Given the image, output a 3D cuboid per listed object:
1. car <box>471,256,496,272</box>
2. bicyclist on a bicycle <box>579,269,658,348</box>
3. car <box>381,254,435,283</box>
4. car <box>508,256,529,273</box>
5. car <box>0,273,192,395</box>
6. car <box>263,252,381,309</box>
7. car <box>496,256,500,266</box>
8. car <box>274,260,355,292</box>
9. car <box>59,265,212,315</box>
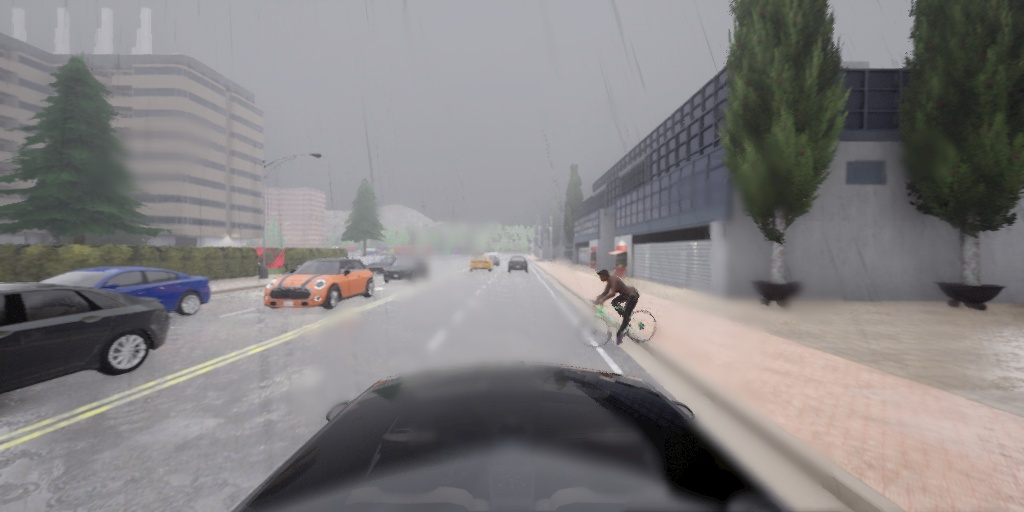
[{"bbox_3d":[-2.907,0.729,35.495,1.882,1.535,5.008,1,1,1],"label":"car"},{"bbox_3d":[2.142,1.066,7.435,1.656,1.620,0.582,-8,1,1],"label":"bicyclist on a bicycle"},{"bbox_3d":[-6.774,0.859,23.550,1.882,1.535,5.008,1,1,1],"label":"car"},{"bbox_3d":[0.587,0.769,34.946,1.882,1.535,5.008,1,1,1],"label":"car"},{"bbox_3d":[-7.077,1.152,4.378,1.837,1.490,4.892,1,1,1],"label":"car"},{"bbox_3d":[-6.937,0.873,13.429,2.097,1.767,4.553,1,1,1],"label":"car"},{"bbox_3d":[-2.706,0.629,48.891,1.994,1.385,4.181,1,1,1],"label":"car"},{"bbox_3d":[-10.351,0.972,19.220,1.994,1.385,4.181,1,1,0],"label":"car"},{"bbox_3d":[-10.503,1.024,9.260,1.882,1.535,5.008,1,1,1],"label":"car"}]
